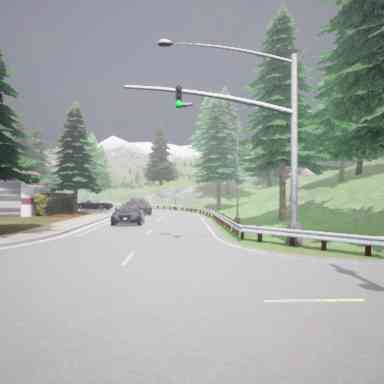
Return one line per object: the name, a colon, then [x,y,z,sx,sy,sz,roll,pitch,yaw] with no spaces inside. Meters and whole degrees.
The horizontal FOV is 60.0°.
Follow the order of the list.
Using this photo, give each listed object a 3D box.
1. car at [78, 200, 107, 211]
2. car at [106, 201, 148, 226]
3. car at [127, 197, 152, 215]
car: [-12.158,1.583,40.845,4.718,1.301,1.895,0,0,13]
car: [-4.438,1.551,23.451,1.994,1.385,4.181,0,0,-3]
car: [-5.447,1.334,33.225,2.097,1.767,4.553,0,0,-20]
